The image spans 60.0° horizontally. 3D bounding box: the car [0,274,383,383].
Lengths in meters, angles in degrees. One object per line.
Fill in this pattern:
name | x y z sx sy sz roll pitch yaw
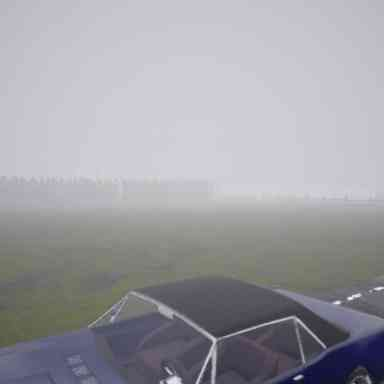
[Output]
car | -0.122 1.601 2.983 4.718 1.301 1.895 0 0 -35
